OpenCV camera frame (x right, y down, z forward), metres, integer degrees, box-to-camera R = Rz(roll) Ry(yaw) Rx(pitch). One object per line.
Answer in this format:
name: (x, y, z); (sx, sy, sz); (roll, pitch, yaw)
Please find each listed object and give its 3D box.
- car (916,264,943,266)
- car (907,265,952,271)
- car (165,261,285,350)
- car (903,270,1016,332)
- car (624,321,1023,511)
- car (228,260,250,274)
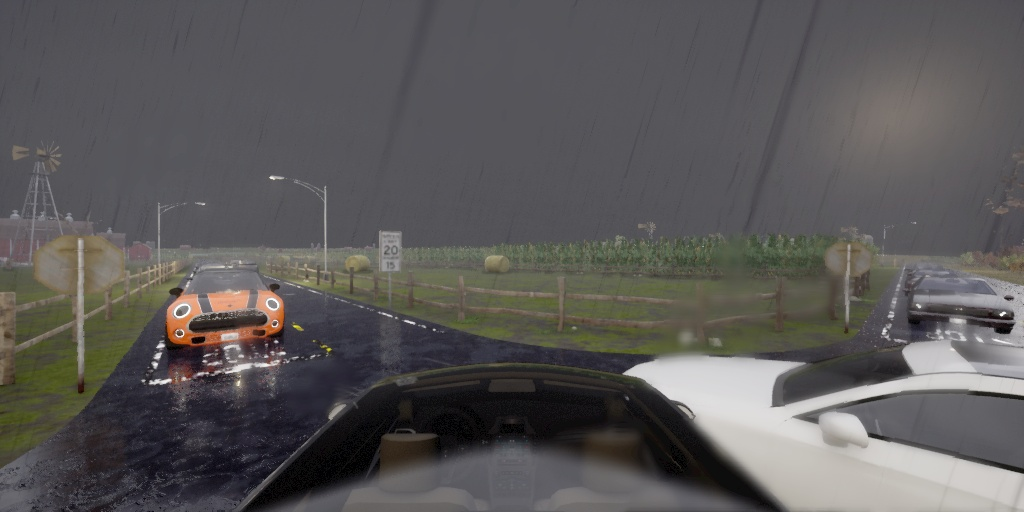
car: (28.722, 1.303, 24.725); (4.902, 1.511, 2.128); (0, 1, -42)
car: (21.073, 1.360, 17.829); (4.181, 1.385, 1.994); (0, 1, -43)
car: (-7.454, 1.136, 9.422); (2.097, 1.767, 4.553); (0, 0, -39)
car: (13.656, 1.333, 11.131); (5.357, 1.411, 2.033); (0, 1, -42)
car: (2.863, 1.293, 2.197); (1.812, 1.442, 4.674); (0, 1, -43)
car: (-33.155, 1.264, 43.417); (1.837, 1.490, 4.892); (0, 0, -41)
